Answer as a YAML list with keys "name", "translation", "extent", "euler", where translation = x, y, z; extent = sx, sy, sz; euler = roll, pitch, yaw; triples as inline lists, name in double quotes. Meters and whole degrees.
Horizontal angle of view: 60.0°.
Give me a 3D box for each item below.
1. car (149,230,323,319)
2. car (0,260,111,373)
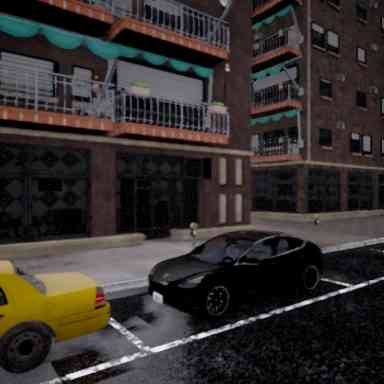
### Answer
- name: "car"
  translation: [1.146, 1.565, 7.375]
  extent: [4.313, 1.339, 1.947]
  euler: [0, 0, -36]
- name: "car"
  translation: [-3.488, 1.526, 4.069]
  extent: [4.829, 1.417, 1.752]
  euler: [0, 0, -36]
